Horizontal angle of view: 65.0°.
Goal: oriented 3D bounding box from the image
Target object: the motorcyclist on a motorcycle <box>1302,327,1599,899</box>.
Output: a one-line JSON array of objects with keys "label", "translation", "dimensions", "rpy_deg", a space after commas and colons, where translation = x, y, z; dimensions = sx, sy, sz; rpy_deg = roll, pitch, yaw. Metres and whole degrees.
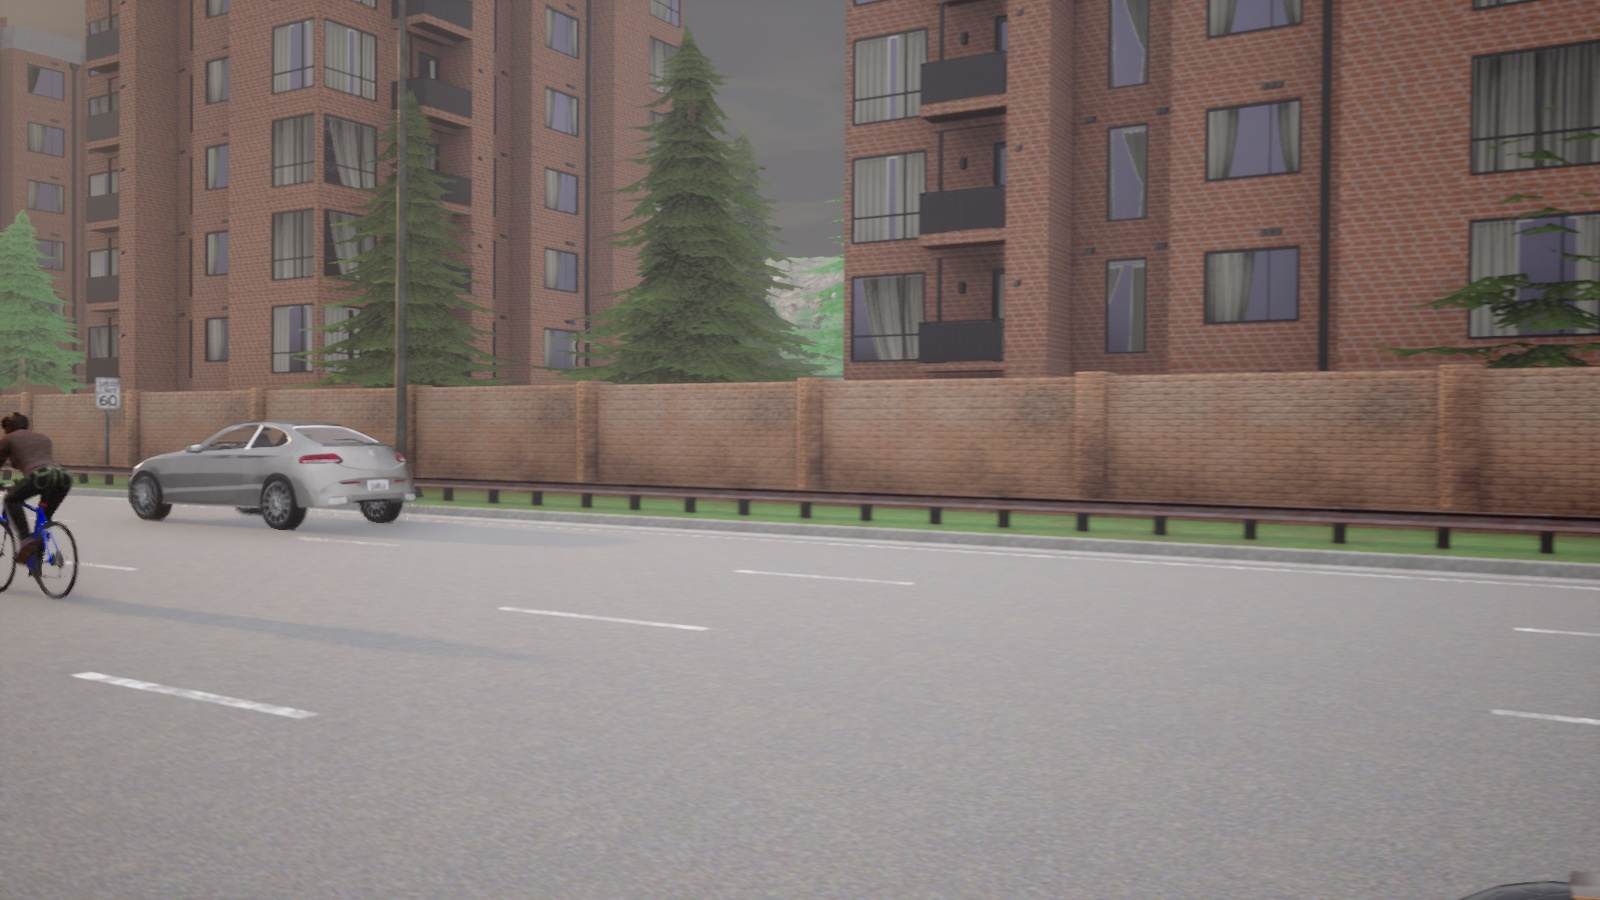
[{"label": "motorcyclist on a motorcycle", "translation": [2.020, 0.638, 1.748], "dimensions": [2.350, 1.649, 0.766], "rpy_deg": [0, 1, 31]}]

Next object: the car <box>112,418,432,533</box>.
[{"label": "car", "translation": [-8.552, 0.353, 20.234], "dimensions": [5.027, 1.651, 2.152], "rpy_deg": [0, 1, 31]}]

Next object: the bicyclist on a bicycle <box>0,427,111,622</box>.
[{"label": "bicyclist on a bicycle", "translation": [-6.877, 0.622, 11.102], "dimensions": [1.656, 1.620, 0.582], "rpy_deg": [-1, 1, 31]}]
